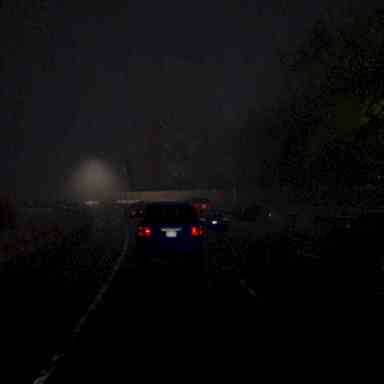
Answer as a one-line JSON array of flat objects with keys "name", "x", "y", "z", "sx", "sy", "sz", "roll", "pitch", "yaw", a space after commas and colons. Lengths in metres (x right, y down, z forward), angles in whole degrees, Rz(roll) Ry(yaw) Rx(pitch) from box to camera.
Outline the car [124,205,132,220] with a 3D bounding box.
[{"name": "car", "x": -5.497, "y": 1.946, "z": 32.678, "sx": 2.033, "sy": 1.411, "sz": 5.357, "roll": 0, "pitch": -1, "yaw": -19}]

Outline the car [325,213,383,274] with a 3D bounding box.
[{"name": "car", "x": 6.272, "y": 1.460, "z": 10.934, "sx": 2.097, "sy": 1.767, "sz": 4.553, "roll": 0, "pitch": -1, "yaw": -5}]

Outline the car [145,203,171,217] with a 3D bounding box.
[{"name": "car", "x": -4.000, "y": 2.027, "z": 38.645, "sx": 1.994, "sy": 1.385, "sz": 4.181, "roll": 0, "pitch": -1, "yaw": -21}]

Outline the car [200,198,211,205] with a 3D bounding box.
[{"name": "car", "x": 0.342, "y": 1.653, "z": 37.110, "sx": 2.150, "sy": 2.045, "sz": 5.566, "roll": 0, "pitch": -1, "yaw": -19}]

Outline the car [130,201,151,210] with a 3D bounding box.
[{"name": "car", "x": -8.736, "y": 2.246, "z": 56.281, "sx": 1.994, "sy": 1.385, "sz": 4.181, "roll": 0, "pitch": -1, "yaw": -30}]

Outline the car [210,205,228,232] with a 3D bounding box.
[{"name": "car", "x": 0.955, "y": 1.818, "z": 22.029, "sx": 1.994, "sy": 1.385, "sz": 4.181, "roll": 0, "pitch": -1, "yaw": -12}]

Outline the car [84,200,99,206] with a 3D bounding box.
[{"name": "car", "x": -23.073, "y": 2.553, "z": 76.029, "sx": 1.895, "sy": 1.301, "sz": 4.718, "roll": 0, "pitch": -1, "yaw": -40}]

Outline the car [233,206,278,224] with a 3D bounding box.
[{"name": "car", "x": 5.285, "y": 1.874, "z": 28.103, "sx": 1.994, "sy": 1.385, "sz": 4.181, "roll": 0, "pitch": -1, "yaw": -29}]

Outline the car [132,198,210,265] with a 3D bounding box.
[{"name": "car", "x": -0.917, "y": 1.371, "z": 12.499, "sx": 2.150, "sy": 2.045, "sz": 5.566, "roll": 0, "pitch": -1, "yaw": -6}]
